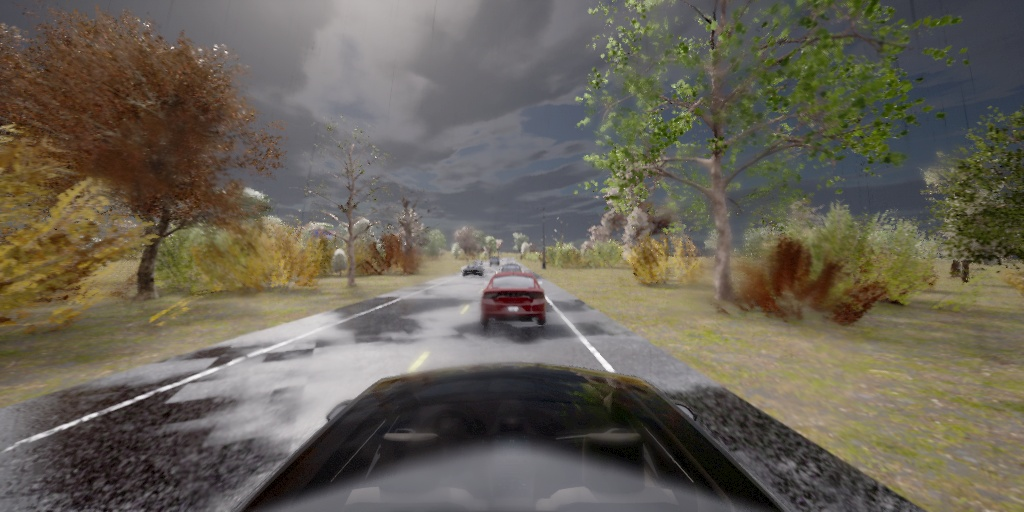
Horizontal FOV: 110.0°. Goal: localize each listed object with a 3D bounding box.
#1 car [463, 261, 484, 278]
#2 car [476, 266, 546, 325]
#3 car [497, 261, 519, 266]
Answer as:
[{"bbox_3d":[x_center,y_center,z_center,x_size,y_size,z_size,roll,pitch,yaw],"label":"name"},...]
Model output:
[{"bbox_3d":[-3.797,1.467,35.938,1.895,1.301,4.718,0,0,-1],"label":"car"},{"bbox_3d":[0.045,1.264,12.055,1.882,1.535,5.008,0,0,0],"label":"car"},{"bbox_3d":[-0.061,1.403,32.037,2.033,1.411,5.357,0,0,0],"label":"car"}]
